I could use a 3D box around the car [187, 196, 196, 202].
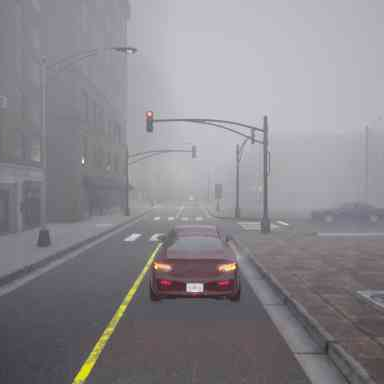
[{"bbox_3d":[-0.076,1.567,76.160,1.812,1.442,4.674,0,0,0],"label":"car"}]

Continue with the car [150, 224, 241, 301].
[{"bbox_3d":[0.083,1.526,8.184,1.812,1.442,4.674,0,0,1],"label":"car"}]

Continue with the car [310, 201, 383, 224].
[{"bbox_3d":[11.102,1.432,23.886,5.008,1.535,1.882,0,0,0],"label":"car"}]
